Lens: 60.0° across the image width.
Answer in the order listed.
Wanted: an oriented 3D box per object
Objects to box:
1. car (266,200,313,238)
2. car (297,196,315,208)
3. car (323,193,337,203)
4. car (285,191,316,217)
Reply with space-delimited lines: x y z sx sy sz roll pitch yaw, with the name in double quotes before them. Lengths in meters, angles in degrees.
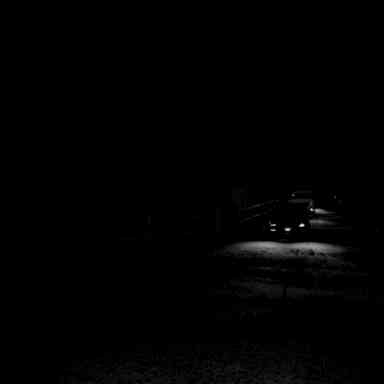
"car" 4.920 1.356 16.685 1.837 1.490 4.892 -2 0 19
"car" 13.646 1.166 39.670 1.895 1.301 4.718 -2 0 21
"car" 20.994 0.899 50.591 1.994 1.385 4.181 -2 0 21
"car" 9.322 0.932 28.445 2.150 2.045 5.566 -2 0 21
